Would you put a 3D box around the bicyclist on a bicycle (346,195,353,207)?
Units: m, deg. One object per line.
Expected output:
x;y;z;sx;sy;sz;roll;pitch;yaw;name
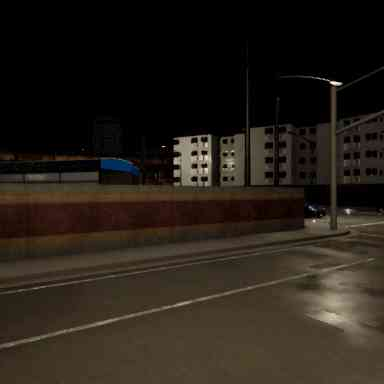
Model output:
22.109;1.300;46.637;1.656;1.620;0.582;0;0;-35;bicyclist on a bicycle

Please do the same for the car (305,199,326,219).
9.538;1.352;29.564;2.097;1.767;4.553;0;0;-33;car

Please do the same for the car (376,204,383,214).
20.612;1.476;32.367;1.882;1.535;5.008;0;0;-34;car
